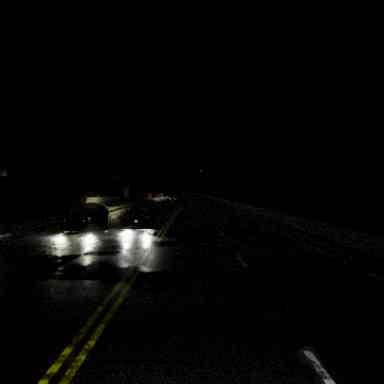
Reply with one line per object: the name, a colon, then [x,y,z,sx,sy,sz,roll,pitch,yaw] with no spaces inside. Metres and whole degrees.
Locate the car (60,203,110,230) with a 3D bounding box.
car: [-6.605,1.465,20.990,1.882,1.535,5.008,0,0,0]

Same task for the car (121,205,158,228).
car: [-3.355,1.551,21.888,1.994,1.385,4.181,0,0,0]
